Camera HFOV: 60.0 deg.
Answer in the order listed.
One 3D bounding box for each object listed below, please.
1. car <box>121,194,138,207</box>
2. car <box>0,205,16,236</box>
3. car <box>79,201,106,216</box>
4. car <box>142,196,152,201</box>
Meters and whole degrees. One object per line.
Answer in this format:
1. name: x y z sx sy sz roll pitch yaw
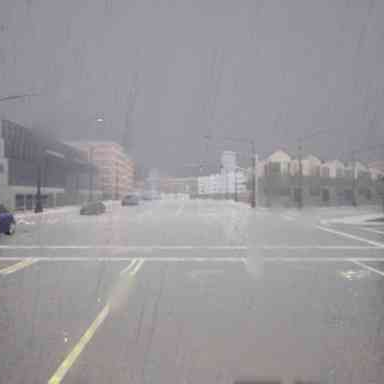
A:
1. car: -10.518 1.531 56.466 2.150 2.045 5.566 0 3 0
2. car: -10.504 1.395 15.963 2.097 1.767 4.553 0 0 0
3. car: -10.501 1.777 35.518 1.837 1.490 4.892 0 1 0
4. car: -10.525 1.525 78.633 1.895 1.301 4.718 0 0 0
